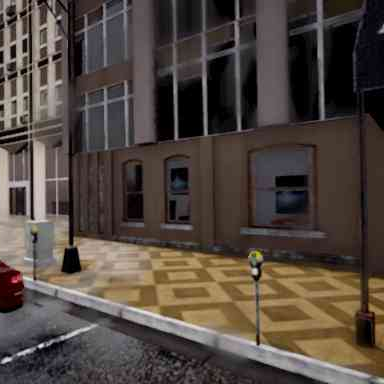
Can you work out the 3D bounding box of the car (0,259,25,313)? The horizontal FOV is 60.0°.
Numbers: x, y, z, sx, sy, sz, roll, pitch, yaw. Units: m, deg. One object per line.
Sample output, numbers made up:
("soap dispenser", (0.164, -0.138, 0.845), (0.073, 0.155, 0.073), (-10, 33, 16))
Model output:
("car", (-4.803, 1.585, 6.322), (4.206, 1.307, 1.802), (0, -1, 36))
